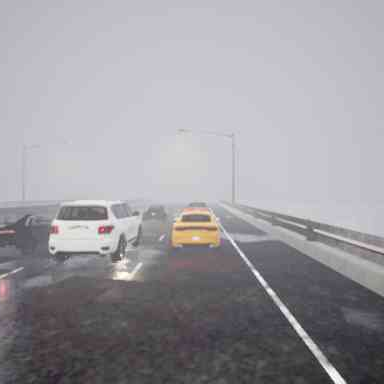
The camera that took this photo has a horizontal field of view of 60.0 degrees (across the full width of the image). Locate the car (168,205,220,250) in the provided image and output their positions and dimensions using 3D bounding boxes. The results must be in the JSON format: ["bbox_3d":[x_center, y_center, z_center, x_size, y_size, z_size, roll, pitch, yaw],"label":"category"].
[{"bbox_3d":[0.209,1.578,14.792,1.882,1.535,5.008,0,0,1],"label":"car"}]

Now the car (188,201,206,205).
[{"bbox_3d":[0.463,1.554,28.441,2.097,1.767,4.553,0,0,2],"label":"car"}]

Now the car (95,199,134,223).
[{"bbox_3d":[-6.536,1.558,28.584,2.097,1.767,4.553,0,-1,2],"label":"car"}]

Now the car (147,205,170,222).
[{"bbox_3d":[-3.028,1.771,28.758,1.994,1.385,4.181,0,0,2],"label":"car"}]

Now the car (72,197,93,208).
[{"bbox_3d":[-19.635,1.823,59.645,2.097,1.767,4.553,0,-1,3],"label":"car"}]

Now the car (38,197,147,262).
[{"bbox_3d":[-3.343,1.309,12.601,2.150,2.045,5.566,0,0,1],"label":"car"}]

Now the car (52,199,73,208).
[{"bbox_3d":[-23.127,2.037,59.742,1.994,1.385,4.181,0,-1,3],"label":"car"}]

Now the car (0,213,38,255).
[{"bbox_3d":[-6.818,1.587,13.696,2.128,1.511,4.902,0,0,1],"label":"car"}]
